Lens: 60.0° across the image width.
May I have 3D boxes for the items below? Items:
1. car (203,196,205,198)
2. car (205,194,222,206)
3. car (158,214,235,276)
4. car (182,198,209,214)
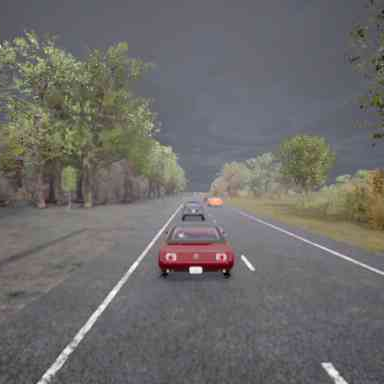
[{"bbox_3d":[3.519,1.328,73.007,2.097,1.767,4.553,0,0,0],"label":"car"},{"bbox_3d":[3.612,1.330,52.888,2.097,1.767,4.553,0,0,0],"label":"car"},{"bbox_3d":[0.100,1.596,10.237,1.895,1.301,4.718,0,0,0],"label":"car"},{"bbox_3d":[0.106,1.535,28.269,2.033,1.411,5.357,0,0,0],"label":"car"}]
